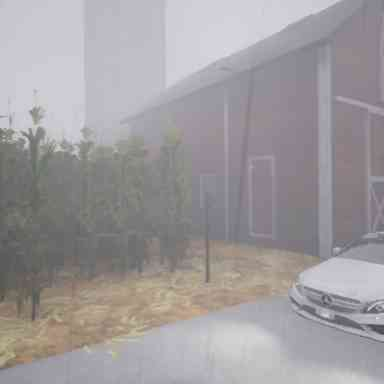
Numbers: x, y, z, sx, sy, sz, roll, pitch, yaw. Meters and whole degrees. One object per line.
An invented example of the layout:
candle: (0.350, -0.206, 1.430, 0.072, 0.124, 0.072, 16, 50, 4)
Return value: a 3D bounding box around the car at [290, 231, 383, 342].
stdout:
car: (3.849, 1.494, 6.199, 4.674, 1.442, 1.812, 0, 0, -35)
